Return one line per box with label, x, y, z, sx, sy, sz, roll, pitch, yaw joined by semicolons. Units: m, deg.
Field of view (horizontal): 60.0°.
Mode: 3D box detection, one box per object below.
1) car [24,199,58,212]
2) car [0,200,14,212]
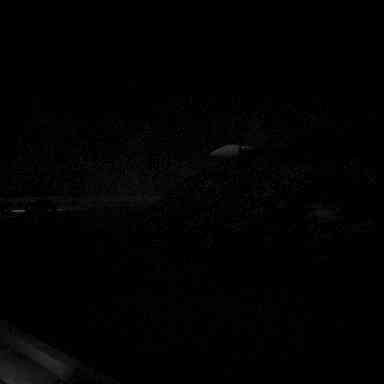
car;-17.531;1.545;38.778;1.812;1.442;4.674;0;0;8
car;-21.366;1.525;36.051;1.837;1.490;4.892;0;0;4
